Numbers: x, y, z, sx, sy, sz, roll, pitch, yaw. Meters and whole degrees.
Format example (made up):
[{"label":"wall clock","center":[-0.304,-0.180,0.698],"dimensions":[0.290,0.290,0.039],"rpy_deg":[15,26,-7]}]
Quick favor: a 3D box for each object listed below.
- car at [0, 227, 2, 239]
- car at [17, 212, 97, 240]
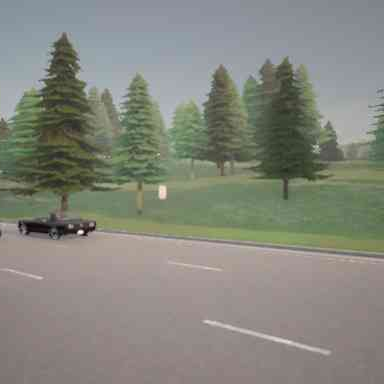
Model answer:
[{"label":"car","center":[-11.096,1.705,16.206],"dimensions":[4.181,1.385,1.994],"rpy_deg":[-1,0,36]},{"label":"car","center":[-7.349,1.726,17.833],"dimensions":[4.718,1.301,1.895],"rpy_deg":[-1,0,35]}]
